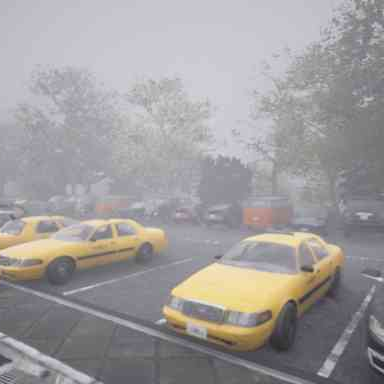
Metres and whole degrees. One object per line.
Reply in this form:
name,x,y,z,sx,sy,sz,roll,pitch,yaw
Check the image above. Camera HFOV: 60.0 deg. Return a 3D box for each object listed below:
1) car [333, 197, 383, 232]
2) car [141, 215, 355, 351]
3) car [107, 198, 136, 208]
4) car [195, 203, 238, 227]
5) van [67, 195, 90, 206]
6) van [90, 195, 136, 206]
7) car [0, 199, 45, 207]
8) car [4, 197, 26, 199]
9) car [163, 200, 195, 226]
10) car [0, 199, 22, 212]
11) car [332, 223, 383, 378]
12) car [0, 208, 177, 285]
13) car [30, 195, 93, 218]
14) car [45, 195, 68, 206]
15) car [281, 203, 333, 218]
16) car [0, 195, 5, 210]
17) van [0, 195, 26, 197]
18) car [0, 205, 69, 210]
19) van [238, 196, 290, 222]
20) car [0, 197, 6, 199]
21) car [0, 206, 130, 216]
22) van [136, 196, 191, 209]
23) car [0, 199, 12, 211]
car,9.446,1.271,17.406,2.435,2.045,5.566,0,0,36
car,1.631,1.526,6.652,1.946,1.575,5.366,0,0,36
car,-4.030,1.525,27.120,2.097,1.535,5.008,0,0,36
car,2.611,1.532,22.348,2.163,1.488,4.792,0,0,36
van,-8.592,1.329,30.268,1.878,1.987,4.442,0,0,36
van,-6.210,1.314,28.834,1.878,1.987,4.442,0,0,36
car,-9.485,1.394,14.956,2.185,1.767,4.553,0,0,36
car,-17.505,1.613,36.851,2.097,1.535,5.008,0,0,36
car,0.472,1.534,23.895,2.163,1.488,4.792,0,0,36
car,-24.237,1.697,41.722,2.002,1.452,4.674,0,0,36
car,3.993,1.539,5.181,2.231,1.521,4.892,0,0,36
car,-2.966,1.509,9.976,1.946,1.575,5.366,0,0,36
car,-13.029,1.332,33.586,2.435,2.045,5.566,0,0,36
car,-10.784,1.318,31.963,2.435,2.045,5.566,0,0,36
car,7.168,1.543,18.983,2.163,1.488,4.792,0,0,36
car,-28.845,1.436,45.021,2.435,2.045,5.566,0,0,36
van,-22.026,1.417,40.270,1.878,1.987,4.442,0,0,36
car,-7.254,1.512,13.297,2.231,1.521,4.892,0,0,36
van,4.908,1.280,20.796,1.878,1.987,4.442,0,0,36
car,-19.846,1.668,38.553,2.002,1.452,4.674,0,0,36
car,-4.899,1.506,11.831,1.946,1.575,5.366,0,0,36
van,-1.839,1.287,25.397,1.878,1.987,4.442,0,0,36
car,-26.484,1.671,43.343,2.097,1.535,5.008,0,0,36
